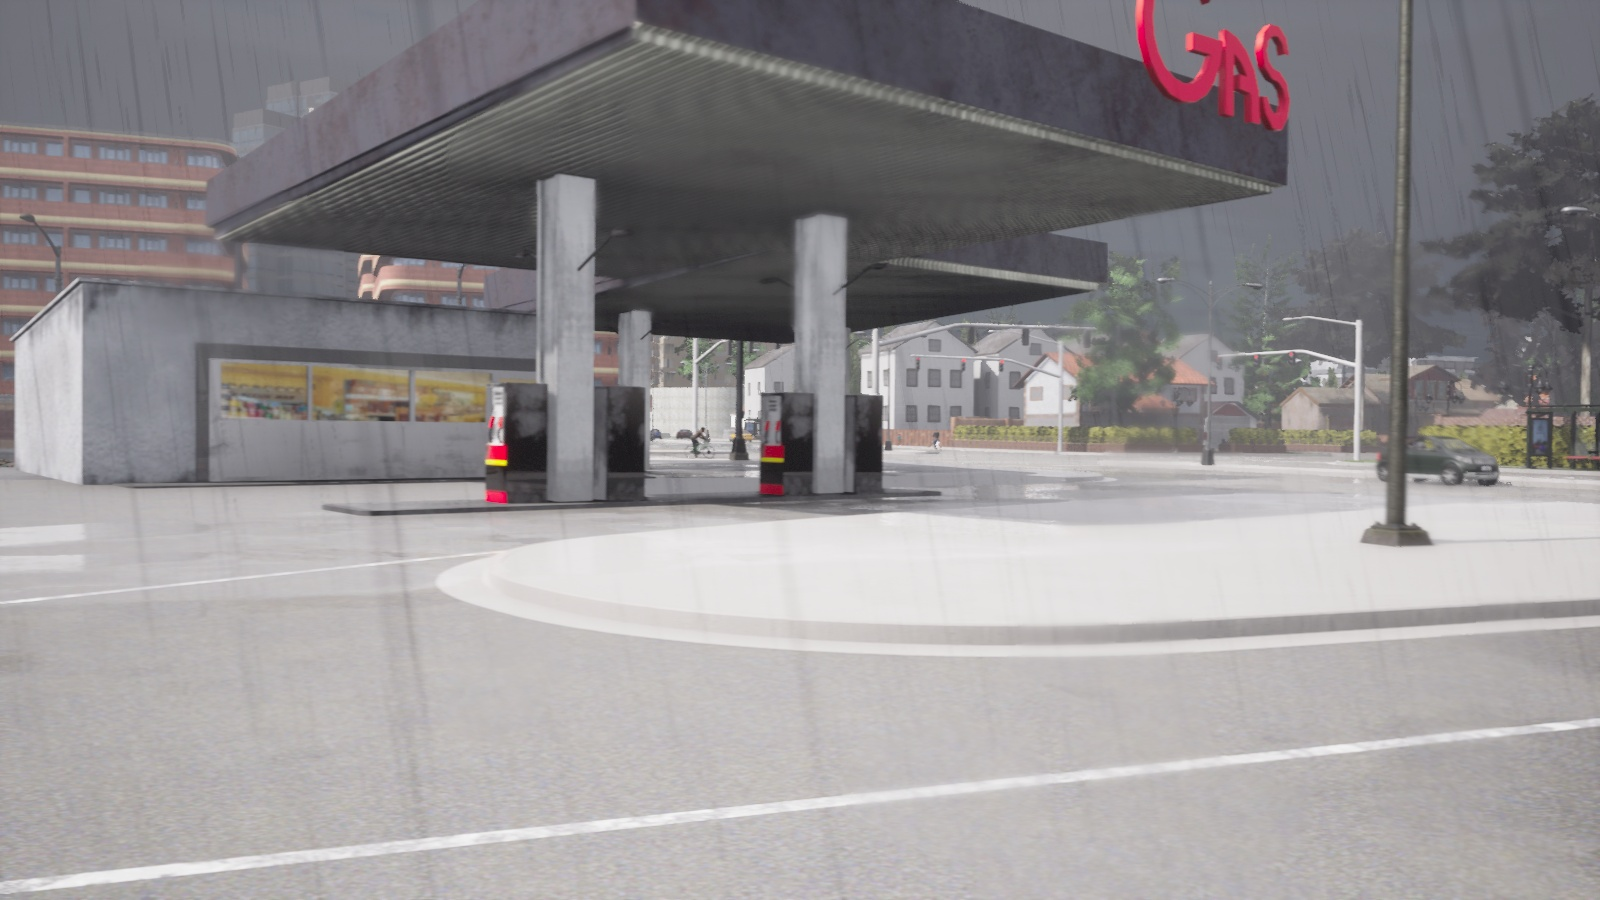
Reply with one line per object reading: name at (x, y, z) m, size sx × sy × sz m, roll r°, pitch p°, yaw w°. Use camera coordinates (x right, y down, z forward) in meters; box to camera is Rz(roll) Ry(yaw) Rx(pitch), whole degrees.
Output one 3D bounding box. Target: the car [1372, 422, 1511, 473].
car at (20.438, -0.097, 40.157) m, size 1.789 × 1.549 × 3.705 m, roll -1°, pitch 1°, yaw -21°
